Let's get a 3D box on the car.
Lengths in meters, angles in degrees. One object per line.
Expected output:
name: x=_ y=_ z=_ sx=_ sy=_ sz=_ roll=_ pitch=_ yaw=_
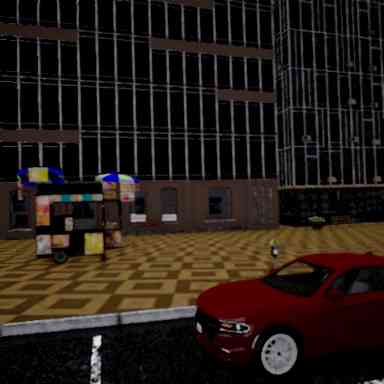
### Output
car: x=2.277 y=1.688 z=5.354 sx=4.507 sy=1.381 sz=1.887 roll=0 pitch=-3 yaw=-15
